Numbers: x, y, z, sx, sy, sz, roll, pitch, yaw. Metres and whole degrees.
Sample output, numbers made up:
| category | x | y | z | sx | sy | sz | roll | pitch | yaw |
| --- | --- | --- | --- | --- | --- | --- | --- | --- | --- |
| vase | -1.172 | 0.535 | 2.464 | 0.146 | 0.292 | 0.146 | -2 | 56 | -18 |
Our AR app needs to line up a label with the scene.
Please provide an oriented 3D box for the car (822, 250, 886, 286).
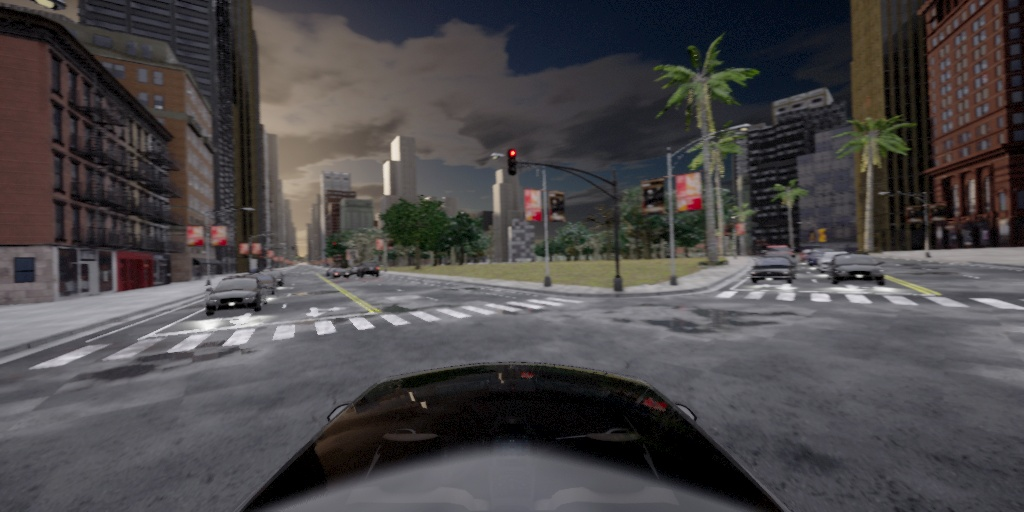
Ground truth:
| category | x | y | z | sx | sy | sz | roll | pitch | yaw |
| --- | --- | --- | --- | --- | --- | --- | --- | --- | --- |
| car | 17.380 | 0.614 | 18.311 | 1.837 | 1.490 | 4.892 | -2 | 0 | 38 |

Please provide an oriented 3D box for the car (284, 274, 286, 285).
| category | x | y | z | sx | sy | sz | roll | pitch | yaw |
| --- | --- | --- | --- | --- | --- | --- | --- | --- | --- |
| car | -22.704 | 2.131 | 33.992 | 1.837 | 1.490 | 4.892 | -2 | 0 | -30 |

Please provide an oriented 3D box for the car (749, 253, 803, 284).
| category | x | y | z | sx | sy | sz | roll | pitch | yaw |
| --- | --- | --- | --- | --- | --- | --- | --- | --- | --- |
| car | 15.081 | 0.742 | 20.599 | 2.033 | 1.411 | 5.357 | -2 | 0 | 42 |

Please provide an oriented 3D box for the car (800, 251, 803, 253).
| category | x | y | z | sx | sy | sz | roll | pitch | yaw |
| --- | --- | --- | --- | --- | --- | --- | --- | --- | --- |
| car | 34.623 | -0.051 | 41.690 | 1.812 | 1.442 | 4.674 | -2 | 0 | 35 |

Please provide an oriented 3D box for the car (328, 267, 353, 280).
| category | x | y | z | sx | sy | sz | roll | pitch | yaw |
| --- | --- | --- | --- | --- | --- | --- | --- | --- | --- |
| car | -21.839 | 2.253 | 45.546 | 1.895 | 1.301 | 4.718 | -2 | 0 | -30 |

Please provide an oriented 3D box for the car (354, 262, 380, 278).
| category | x | y | z | sx | sy | sz | roll | pitch | yaw |
| --- | --- | --- | --- | --- | --- | --- | --- | --- | --- |
| car | -19.001 | 1.790 | 47.307 | 2.150 | 2.045 | 5.566 | -2 | 0 | -31 |

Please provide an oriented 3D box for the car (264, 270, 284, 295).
| category | x | y | z | sx | sy | sz | roll | pitch | yaw |
| --- | --- | --- | --- | --- | --- | --- | --- | --- | --- |
| car | -17.445 | 1.963 | 24.971 | 2.033 | 1.411 | 5.357 | -2 | 0 | -30 |

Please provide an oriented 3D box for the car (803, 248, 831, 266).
| category | x | y | z | sx | sy | sz | roll | pitch | yaw |
| --- | --- | --- | --- | --- | --- | --- | --- | --- | --- |
| car | 28.895 | 0.007 | 33.451 | 2.097 | 1.767 | 4.553 | -2 | 0 | 36 |

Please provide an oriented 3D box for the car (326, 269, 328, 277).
| category | x | y | z | sx | sy | sz | roll | pitch | yaw |
| --- | --- | --- | --- | --- | --- | --- | --- | --- | --- |
| car | -26.879 | 2.419 | 54.158 | 1.994 | 1.385 | 4.181 | -2 | 0 | -30 |

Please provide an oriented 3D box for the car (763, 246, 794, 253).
| category | x | y | z | sx | sy | sz | roll | pitch | yaw |
| --- | --- | --- | --- | --- | --- | --- | --- | --- | --- |
| car | 20.778 | 0.323 | 27.997 | 2.097 | 1.767 | 4.553 | -2 | 0 | 37 |

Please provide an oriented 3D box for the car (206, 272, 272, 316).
| category | x | y | z | sx | sy | sz | roll | pitch | yaw |
| --- | --- | --- | --- | --- | --- | --- | --- | --- | --- |
| car | -12.468 | 1.721 | 16.464 | 1.837 | 1.490 | 4.892 | -2 | 0 | -30 |

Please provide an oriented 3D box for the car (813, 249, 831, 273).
| category | x | y | z | sx | sy | sz | roll | pitch | yaw |
| --- | --- | --- | --- | --- | --- | --- | --- | --- | --- |
| car | 22.926 | 0.418 | 25.444 | 1.812 | 1.442 | 4.674 | -2 | 0 | 38 |
